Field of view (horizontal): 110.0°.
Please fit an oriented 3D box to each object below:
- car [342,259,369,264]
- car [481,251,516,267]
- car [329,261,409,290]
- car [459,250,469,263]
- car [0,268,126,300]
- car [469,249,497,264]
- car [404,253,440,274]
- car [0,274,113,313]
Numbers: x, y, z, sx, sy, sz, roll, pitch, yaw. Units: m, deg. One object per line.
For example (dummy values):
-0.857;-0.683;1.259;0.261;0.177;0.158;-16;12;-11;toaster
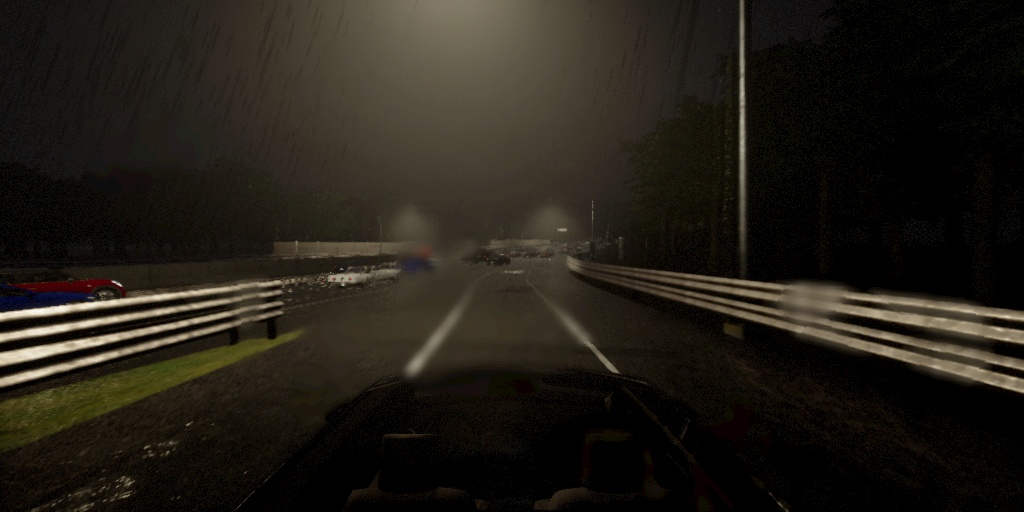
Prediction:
-13.199;0.976;30.936;1.994;1.385;4.181;0;2;18;car
-1.593;0.491;44.062;2.128;1.511;4.902;0;2;18;car
-8.714;1.237;22.025;1.895;1.301;4.718;0;2;18;car
-5.803;0.248;53.766;1.812;1.442;4.674;0;2;18;car
-18.578;1.259;14.128;2.097;1.767;4.553;0;2;18;car
-3.440;0.057;49.699;2.150;2.045;5.566;0;2;18;car
-8.629;0.798;33.702;1.882;1.535;5.008;0;2;18;car
-15.947;1.520;10.856;1.812;1.442;4.674;0;2;18;car
